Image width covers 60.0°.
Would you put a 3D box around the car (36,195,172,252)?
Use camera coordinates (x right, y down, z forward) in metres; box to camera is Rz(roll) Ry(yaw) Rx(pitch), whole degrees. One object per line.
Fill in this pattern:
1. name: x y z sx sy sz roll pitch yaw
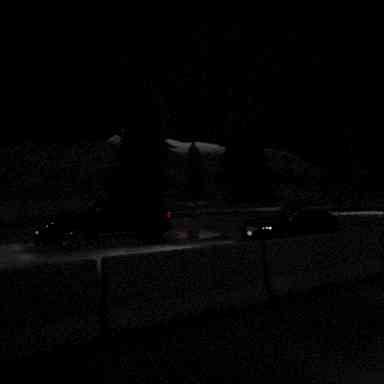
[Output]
1. car: -3.536 1.177 14.120 5.566 2.045 2.150 0 0 -33

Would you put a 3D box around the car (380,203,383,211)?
1. car: 22.234 1.413 35.215 4.718 1.301 1.895 0 0 -21

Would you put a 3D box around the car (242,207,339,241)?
1. car: 4.491 1.424 14.937 4.902 1.511 2.128 0 0 -30
